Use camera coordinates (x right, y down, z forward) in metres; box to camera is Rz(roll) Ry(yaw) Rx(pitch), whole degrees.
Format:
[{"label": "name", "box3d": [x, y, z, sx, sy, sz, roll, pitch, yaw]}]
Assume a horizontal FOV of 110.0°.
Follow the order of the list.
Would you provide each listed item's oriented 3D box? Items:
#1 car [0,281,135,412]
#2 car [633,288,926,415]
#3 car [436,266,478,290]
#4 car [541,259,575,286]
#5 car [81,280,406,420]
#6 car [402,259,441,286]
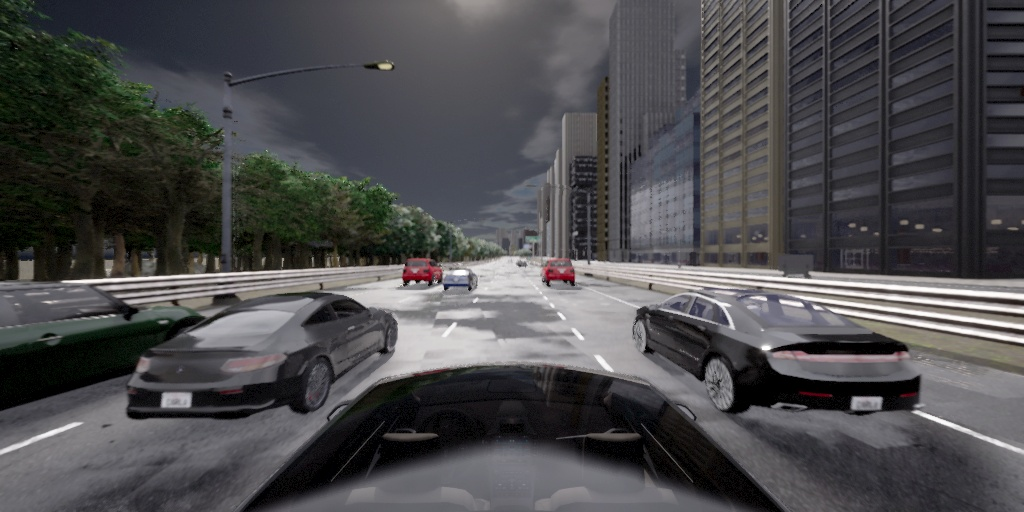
[{"label": "car", "box3d": [-6.921, 1.136, 5.156, 2.097, 1.767, 4.553, 0, -1, 0]}, {"label": "car", "box3d": [3.581, 1.287, 6.041, 2.128, 1.511, 4.902, 0, 0, 0]}, {"label": "car", "box3d": [-3.434, 1.539, 24.523, 2.033, 1.411, 5.357, 0, -1, 0]}, {"label": "car", "box3d": [3.559, 1.255, 28.309, 2.150, 2.045, 5.566, 0, -1, 0]}, {"label": "car", "box3d": [-3.416, 1.318, 5.960, 1.812, 1.442, 4.674, 0, 0, 0]}, {"label": "car", "box3d": [-6.941, 1.254, 28.295, 2.150, 2.045, 5.566, 0, -1, 0]}]
